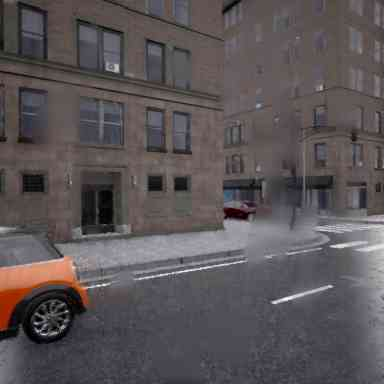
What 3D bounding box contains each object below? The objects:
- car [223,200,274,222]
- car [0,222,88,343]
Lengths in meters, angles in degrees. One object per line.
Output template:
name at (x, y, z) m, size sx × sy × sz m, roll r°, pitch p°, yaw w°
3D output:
car at (4.023, 1.411, 25.566) m, size 1.882 × 1.535 × 5.008 m, roll -1°, pitch 1°, yaw -35°
car at (-3.990, 1.351, 4.813) m, size 4.553 × 1.767 × 2.097 m, roll 0°, pitch 0°, yaw -35°
